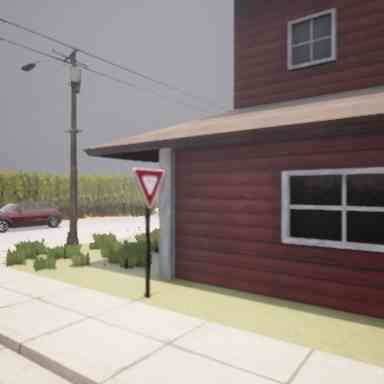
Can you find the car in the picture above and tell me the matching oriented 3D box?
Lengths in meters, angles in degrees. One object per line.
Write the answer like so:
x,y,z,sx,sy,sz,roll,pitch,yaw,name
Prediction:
-10.342,1.364,20.018,2.097,1.767,4.553,0,0,36,car
